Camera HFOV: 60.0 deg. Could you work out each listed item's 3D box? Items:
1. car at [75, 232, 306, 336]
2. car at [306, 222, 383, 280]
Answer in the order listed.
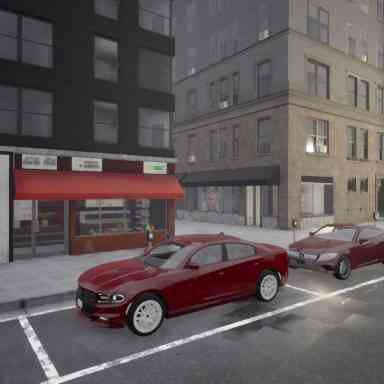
[{"bbox_3d":[0.022,1.545,6.662,4.507,1.381,1.887,0,0,-35],"label":"car"},{"bbox_3d":[4.541,1.577,9.884,4.206,1.307,1.802,0,0,-35],"label":"car"}]
